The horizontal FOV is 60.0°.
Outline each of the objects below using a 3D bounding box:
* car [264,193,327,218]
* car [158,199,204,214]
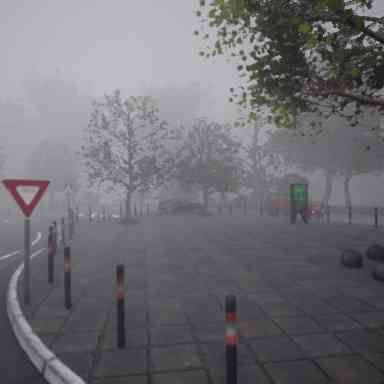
[{"bbox_3d":[8.651,1.127,28.203,2.150,2.045,5.566,0,-1,-35],"label":"car"},{"bbox_3d":[-1.089,1.466,34.658,4.902,1.511,2.128,-1,0,-8],"label":"car"}]
